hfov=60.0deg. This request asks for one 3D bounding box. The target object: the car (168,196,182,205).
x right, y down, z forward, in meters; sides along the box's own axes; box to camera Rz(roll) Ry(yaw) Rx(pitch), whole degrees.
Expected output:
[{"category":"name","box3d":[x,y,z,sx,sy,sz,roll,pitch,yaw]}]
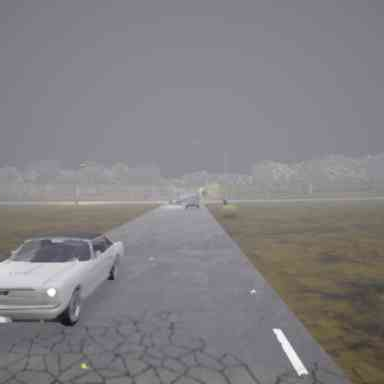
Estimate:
[{"category":"car","box3d":[-2.753,1.337,54.075,2.128,1.511,4.902,0,0,0]}]

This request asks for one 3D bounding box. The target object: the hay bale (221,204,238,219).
[{"category":"hay bale","box3d":[3.141,1.616,28.051,1.220,1.180,1.240,1,1,0]}]

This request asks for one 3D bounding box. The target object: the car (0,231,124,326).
[{"category":"car","box3d":[-2.849,1.596,7.182,1.895,1.301,4.718,0,0,0]}]

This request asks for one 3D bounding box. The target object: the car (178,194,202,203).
[{"category":"car","box3d":[-0.311,1.269,63.838,2.128,1.511,4.902,0,1,37]}]

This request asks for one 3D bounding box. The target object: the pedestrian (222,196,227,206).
[{"category":"pedestrian","box3d":[2.829,1.230,29.182,0.375,1.860,0.375,-1,2,-10]}]

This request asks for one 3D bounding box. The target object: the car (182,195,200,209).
[{"category":"car","box3d":[0.075,1.445,44.534,2.033,1.411,5.357,0,0,0]}]
